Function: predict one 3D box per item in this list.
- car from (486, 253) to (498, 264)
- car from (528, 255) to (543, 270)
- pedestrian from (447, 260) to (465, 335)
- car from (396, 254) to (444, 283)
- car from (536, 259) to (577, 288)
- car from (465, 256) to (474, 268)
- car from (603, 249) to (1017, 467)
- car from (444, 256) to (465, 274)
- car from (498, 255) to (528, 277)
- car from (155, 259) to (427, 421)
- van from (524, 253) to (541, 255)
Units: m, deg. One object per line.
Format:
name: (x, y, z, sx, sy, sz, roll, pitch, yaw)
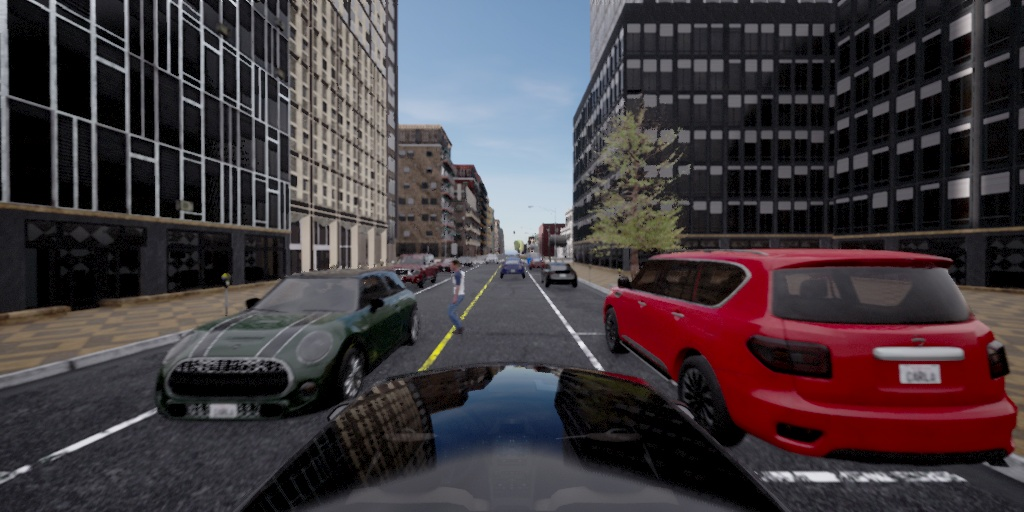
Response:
car: (-3.011, 0.501, 55.385, 1.812, 1.442, 4.674, 0, 1, 0)
car: (2.660, 0.803, 37.927, 1.802, 1.307, 4.207, 0, 0, 0)
pedestrian: (-1.272, 0.941, 8.580, 0.375, 1.860, 0.375, 0, 1, 0)
car: (-5.689, 0.780, 20.888, 2.192, 1.841, 5.009, 0, 0, 0)
car: (2.659, 1.032, 20.862, 1.948, 1.339, 4.313, 0, 0, 0)
car: (-5.687, 0.706, 43.642, 1.948, 1.339, 4.313, 0, 0, 0)
car: (3.000, 0.920, 5.321, 2.150, 2.045, 5.566, 0, 1, 0)
car: (-5.688, 0.847, 32.266, 1.888, 1.381, 4.507, 0, 0, 0)
car: (0.076, 0.881, 28.524, 1.812, 1.442, 4.674, 0, 1, 0)
car: (-3.098, 1.036, 6.084, 2.097, 1.767, 4.553, 0, 1, 0)
van: (2.660, 0.481, 43.615, 1.690, 1.789, 3.998, 0, 0, 0)
